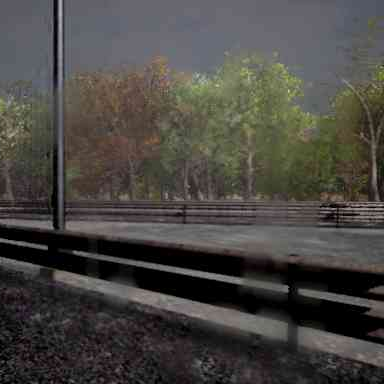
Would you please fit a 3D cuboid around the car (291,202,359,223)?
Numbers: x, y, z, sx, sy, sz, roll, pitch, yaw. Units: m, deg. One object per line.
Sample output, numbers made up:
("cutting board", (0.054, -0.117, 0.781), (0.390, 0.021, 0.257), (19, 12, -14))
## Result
("car", (10.300, 1.580, 26.025), (4.892, 1.490, 1.837), (0, 0, 15))
